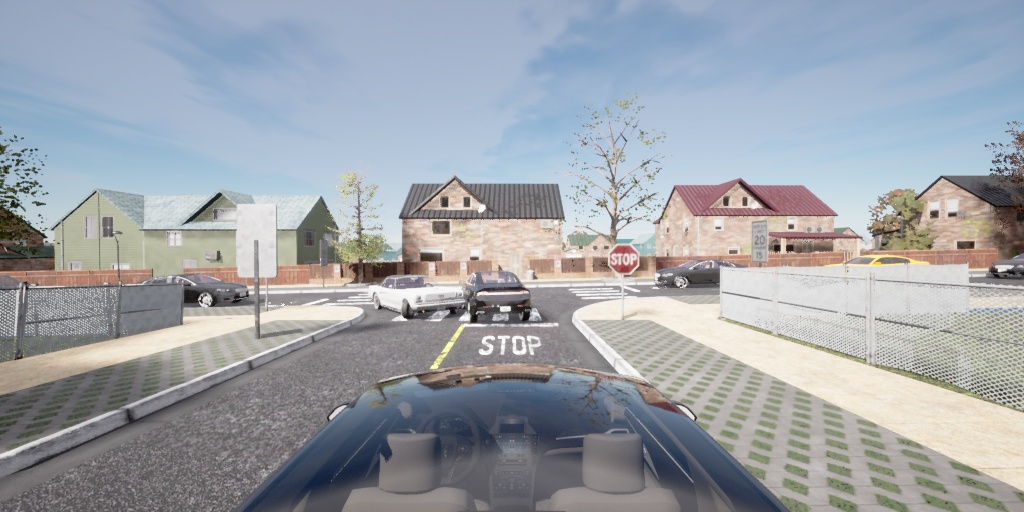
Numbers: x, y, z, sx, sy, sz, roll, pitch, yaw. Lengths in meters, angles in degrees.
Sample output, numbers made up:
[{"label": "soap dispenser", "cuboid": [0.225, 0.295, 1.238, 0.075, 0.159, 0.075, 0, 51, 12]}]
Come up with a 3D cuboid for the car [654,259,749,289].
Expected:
[{"label": "car", "cuboid": [10.328, 0.926, 19.619, 4.902, 1.511, 2.128, -1, 1, 0]}]

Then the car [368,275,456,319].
[{"label": "car", "cuboid": [-3.604, 1.368, 13.069, 1.895, 1.301, 4.718, 0, 0, -38]}]

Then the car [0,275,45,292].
[{"label": "car", "cuboid": [-24.242, 1.648, 16.522, 4.553, 1.767, 2.097, -1, 1, 0]}]

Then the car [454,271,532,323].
[{"label": "car", "cuboid": [-0.687, 1.243, 12.210, 2.128, 1.511, 4.902, 0, 0, -12]}]

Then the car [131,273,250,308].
[{"label": "car", "cuboid": [-14.904, 1.566, 16.563, 4.902, 1.511, 2.128, -1, 1, 0]}]

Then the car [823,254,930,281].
[{"label": "car", "cuboid": [19.759, 0.690, 19.657, 5.008, 1.535, 1.882, -1, 1, -1]}]

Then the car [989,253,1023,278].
[{"label": "car", "cuboid": [29.383, 0.478, 19.694, 4.902, 1.511, 2.128, -1, 1, 0]}]
